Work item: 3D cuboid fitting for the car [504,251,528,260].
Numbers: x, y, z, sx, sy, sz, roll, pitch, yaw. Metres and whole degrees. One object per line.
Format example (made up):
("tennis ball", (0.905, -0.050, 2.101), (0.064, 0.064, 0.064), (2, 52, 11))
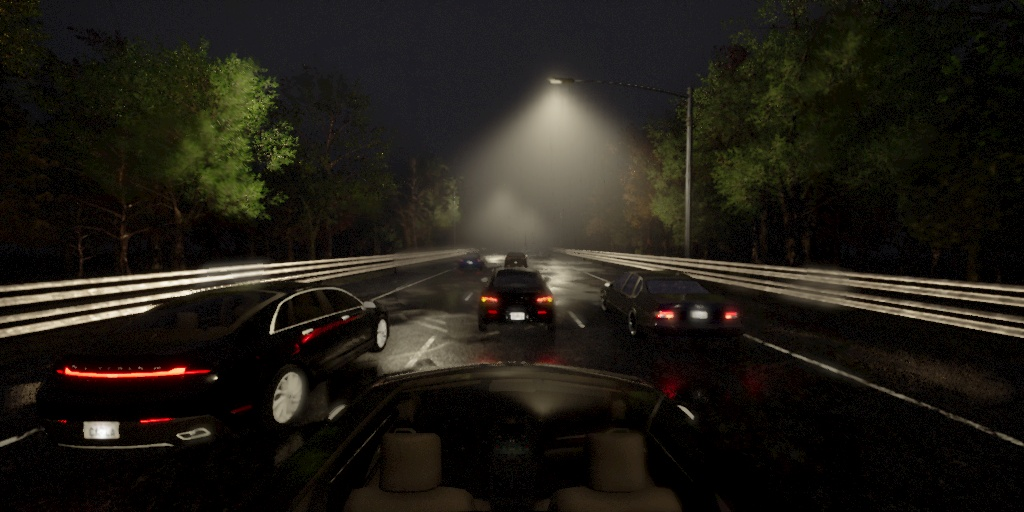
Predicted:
("car", (0.345, 0.301, 31.433), (1.882, 1.535, 5.008), (0, 2, 1))

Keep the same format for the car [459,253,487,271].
("car", (-3.175, 0.438, 29.806), (1.994, 1.385, 4.181), (0, 2, 1))

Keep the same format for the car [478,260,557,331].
("car", (0.129, 1.024, 9.801), (1.812, 1.442, 4.674), (0, 2, 0))

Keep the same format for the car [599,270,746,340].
("car", (3.599, 1.066, 9.160), (2.033, 1.411, 5.357), (0, 2, 3))

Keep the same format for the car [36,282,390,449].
("car", (-3.388, 1.138, 5.385), (1.837, 1.490, 4.892), (0, 1, 0))
